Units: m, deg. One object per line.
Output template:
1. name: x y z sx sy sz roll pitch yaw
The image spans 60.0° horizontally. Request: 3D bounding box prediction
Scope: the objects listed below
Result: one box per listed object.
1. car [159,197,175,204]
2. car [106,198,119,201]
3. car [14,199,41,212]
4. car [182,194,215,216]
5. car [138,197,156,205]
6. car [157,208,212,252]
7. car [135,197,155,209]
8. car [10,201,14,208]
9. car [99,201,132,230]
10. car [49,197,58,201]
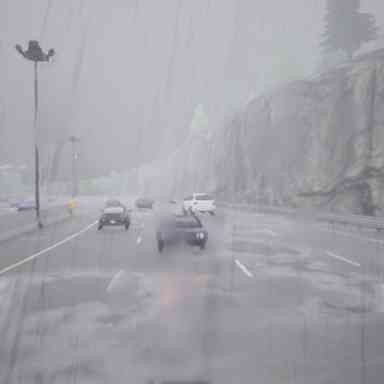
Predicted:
1. car: -4.759 1.626 62.589 1.895 1.301 4.718 -1 0 -20
2. car: -12.201 1.678 51.414 1.994 1.385 4.181 -1 0 -19
3. car: -19.931 1.684 40.881 1.882 1.535 5.008 0 1 -16
4. car: 0.565 1.198 31.732 2.150 2.045 5.566 0 0 -12
5. car: -8.556 1.615 62.860 2.033 1.411 5.357 -1 0 -22
6. car: -0.510 1.600 14.057 1.895 1.301 4.718 -1 0 -5
7. car: -6.690 1.547 45.623 2.128 1.511 4.902 -1 0 -17
8. car: -28.025 1.853 53.818 1.994 1.385 4.181 -1 0 -19
9. car: -4.947 1.571 21.685 1.812 1.442 4.674 0 0 -8
10. car: -32.763 1.718 78.563 1.812 1.442 4.674 -1 0 -18
